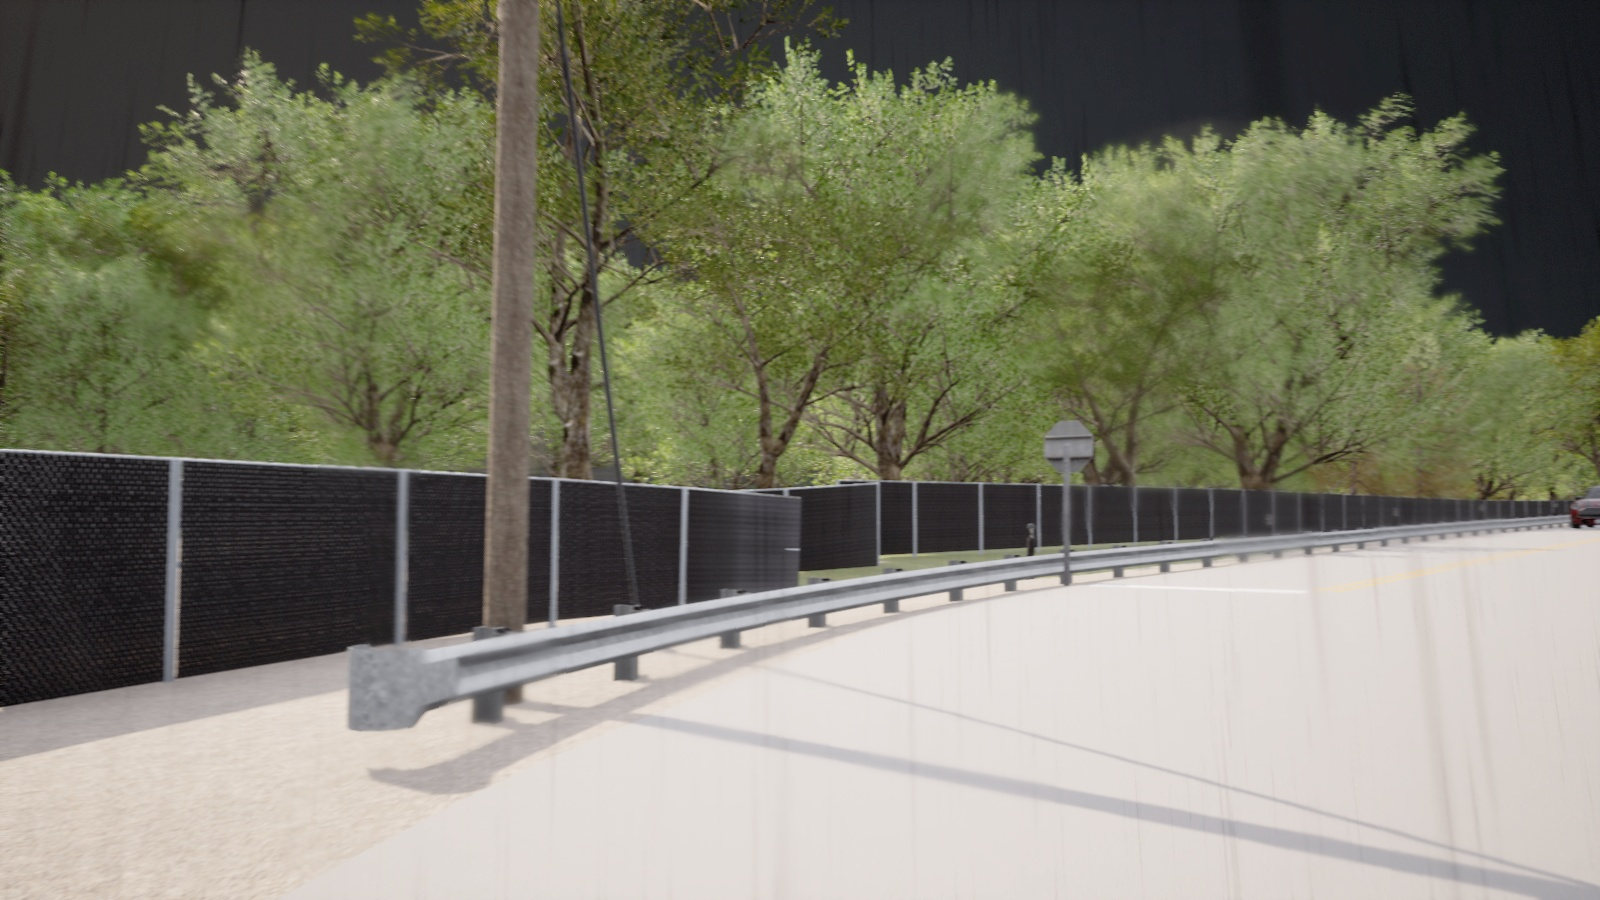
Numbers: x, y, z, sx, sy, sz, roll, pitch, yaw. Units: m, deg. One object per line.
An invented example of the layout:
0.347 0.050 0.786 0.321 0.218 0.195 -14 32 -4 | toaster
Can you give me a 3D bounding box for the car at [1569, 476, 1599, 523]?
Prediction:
31.492 1.914 48.666 2.097 1.767 4.553 -3 -3 41 | car
